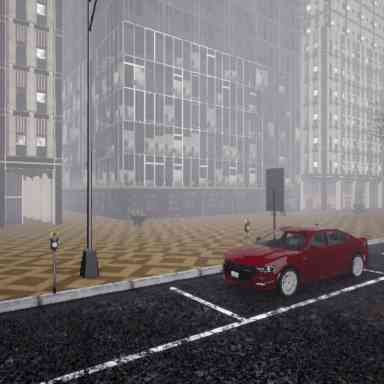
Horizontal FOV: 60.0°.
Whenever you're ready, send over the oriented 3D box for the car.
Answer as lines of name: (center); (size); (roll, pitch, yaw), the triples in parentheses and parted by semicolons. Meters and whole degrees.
car: (2.758, 1.545, 8.538); (4.507, 1.381, 1.887); (0, 0, -36)
